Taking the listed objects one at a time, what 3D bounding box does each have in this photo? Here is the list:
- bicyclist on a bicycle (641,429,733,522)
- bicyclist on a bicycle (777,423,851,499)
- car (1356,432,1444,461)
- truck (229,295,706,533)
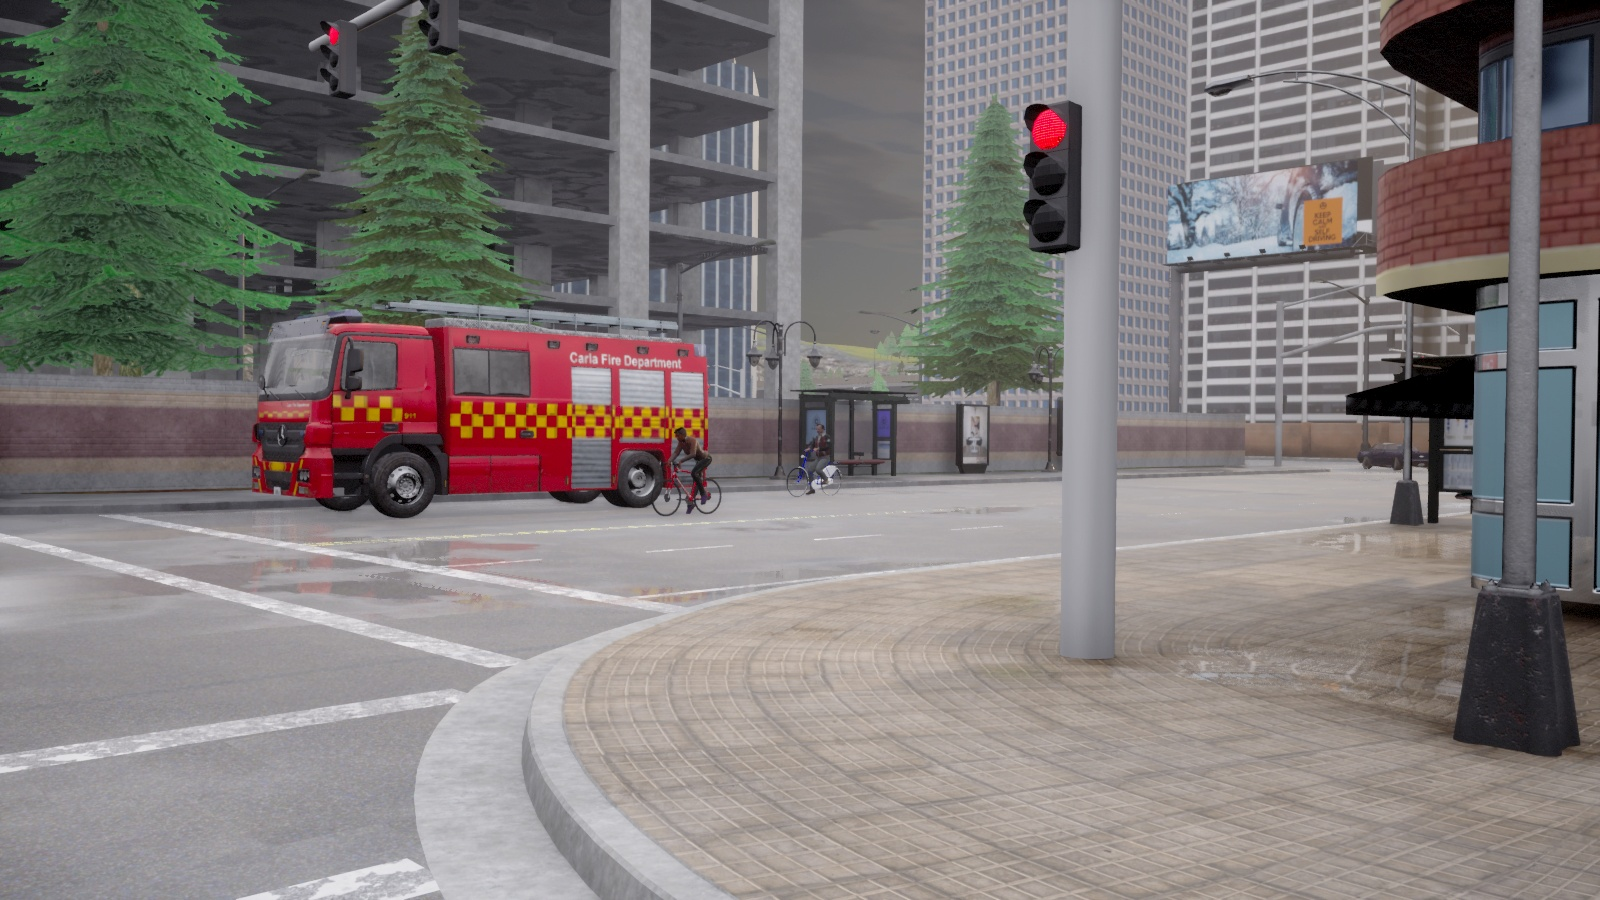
[{"bbox_3d":[-2.060,0.443,23.091,1.656,1.620,0.582,-2,1,-44],"label":"bicyclist on a bicycle"},{"bbox_3d":[0.346,0.242,30.206,1.843,1.776,0.659,-1,1,-44],"label":"bicyclist on a bicycle"},{"bbox_3d":[28.488,-0.187,59.775,1.895,1.301,4.718,0,1,0],"label":"car"},{"bbox_3d":[-6.031,-0.653,24.140,8.468,3.827,2.891,-1,1,-44],"label":"truck"}]
